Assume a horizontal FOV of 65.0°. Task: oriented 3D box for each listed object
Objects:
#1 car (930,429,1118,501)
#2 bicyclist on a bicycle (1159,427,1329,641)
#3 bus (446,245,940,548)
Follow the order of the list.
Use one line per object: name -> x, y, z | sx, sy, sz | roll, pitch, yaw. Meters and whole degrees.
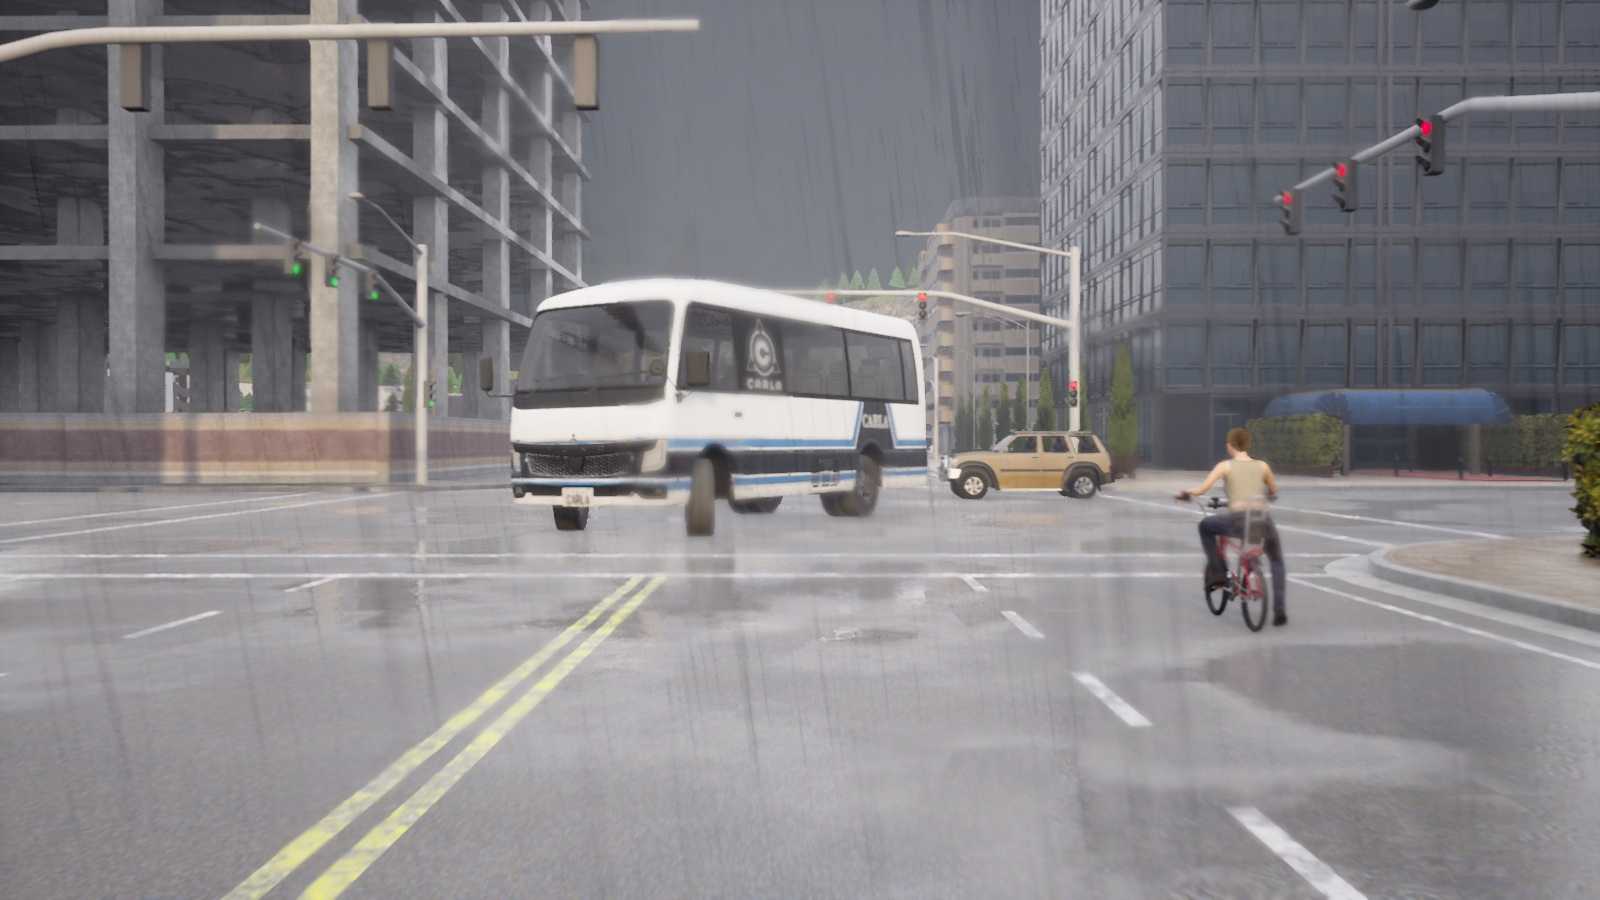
car -> 5.844, 0.381, 33.153 | 4.605, 1.855, 1.932 | 0, 0, -1
bicyclist on a bicycle -> 3.569, 0.628, 10.236 | 0.866, 1.612, 1.509 | 0, 0, 1
bus -> -1.273, -0.761, 23.093 | 3.944, 4.253, 10.273 | -1, 0, 29
